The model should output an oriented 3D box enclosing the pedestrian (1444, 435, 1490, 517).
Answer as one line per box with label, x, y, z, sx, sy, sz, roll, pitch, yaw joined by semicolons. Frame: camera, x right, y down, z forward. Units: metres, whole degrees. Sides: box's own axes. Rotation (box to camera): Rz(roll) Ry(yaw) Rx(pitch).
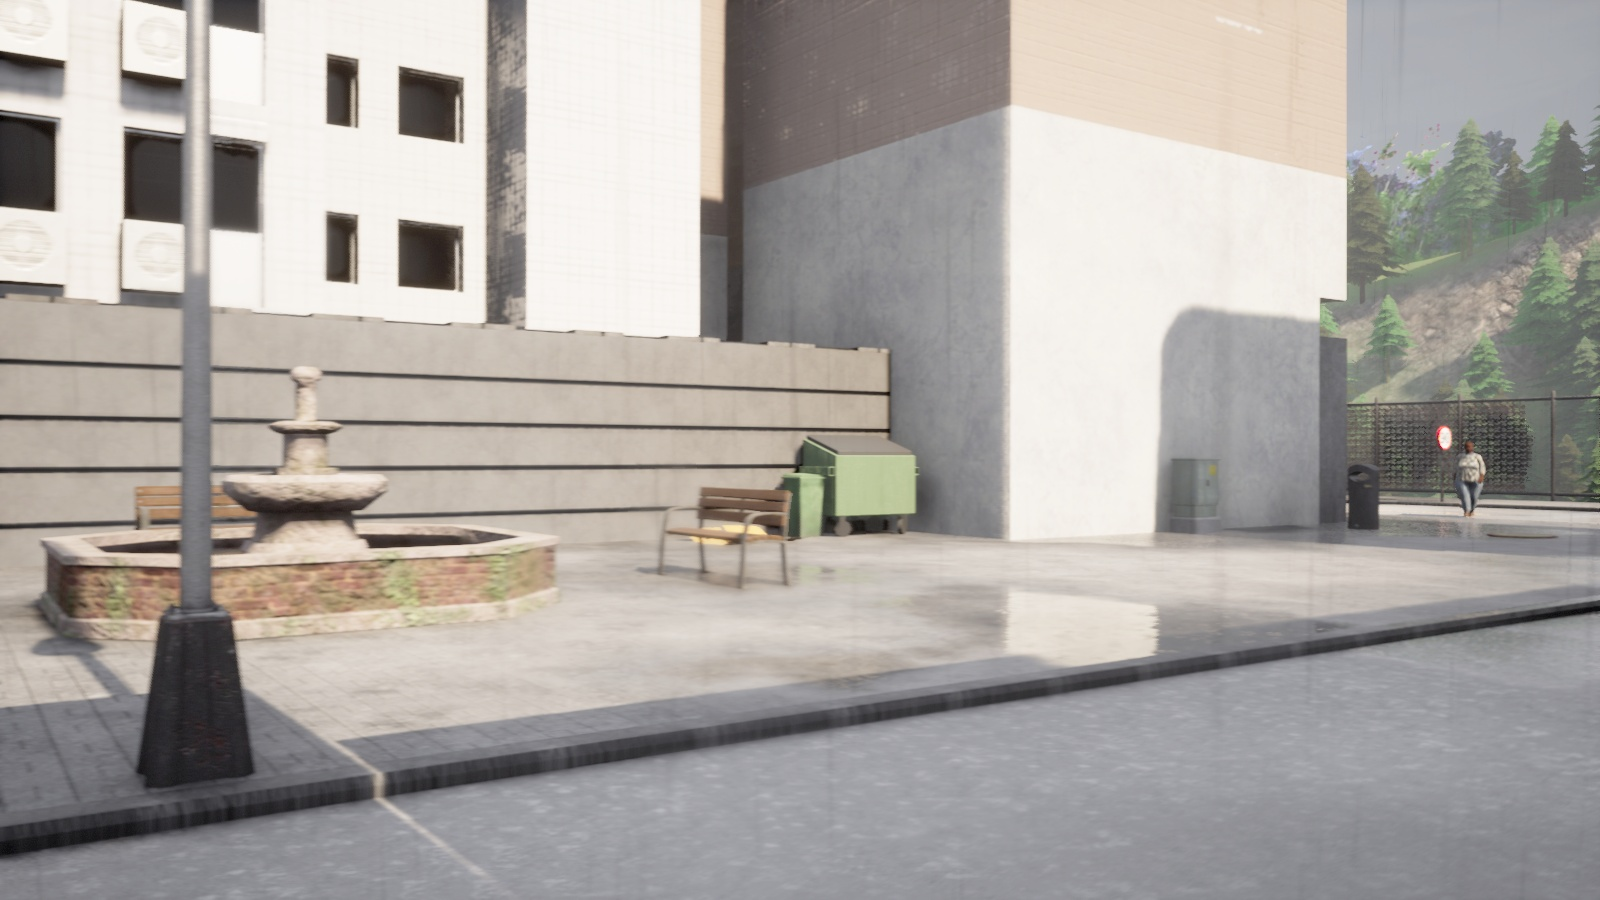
pedestrian;15.477;0.587;29.131;0.874;1.855;0.900;0;0;33
